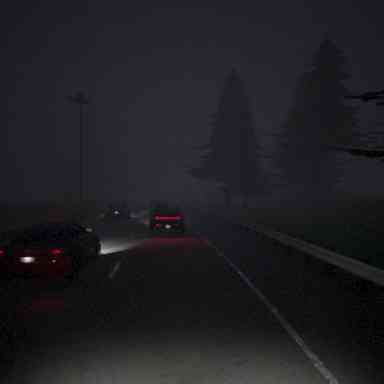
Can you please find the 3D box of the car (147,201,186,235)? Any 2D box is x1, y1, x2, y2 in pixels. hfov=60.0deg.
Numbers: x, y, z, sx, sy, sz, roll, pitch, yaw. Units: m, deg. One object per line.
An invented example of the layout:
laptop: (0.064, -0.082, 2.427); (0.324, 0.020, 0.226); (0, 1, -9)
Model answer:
car: (-1.439, 1.482, 18.700); (2.128, 1.511, 4.902); (0, 0, -7)

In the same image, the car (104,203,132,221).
car: (-6.099, 1.557, 27.645); (1.994, 1.385, 4.181); (0, 0, -8)

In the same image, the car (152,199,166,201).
car: (-3.264, 1.461, 32.592); (1.882, 1.535, 5.008); (0, 0, -8)

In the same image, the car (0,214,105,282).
car: (-4.043, 1.565, 9.856); (1.994, 1.385, 4.181); (0, 0, -5)
